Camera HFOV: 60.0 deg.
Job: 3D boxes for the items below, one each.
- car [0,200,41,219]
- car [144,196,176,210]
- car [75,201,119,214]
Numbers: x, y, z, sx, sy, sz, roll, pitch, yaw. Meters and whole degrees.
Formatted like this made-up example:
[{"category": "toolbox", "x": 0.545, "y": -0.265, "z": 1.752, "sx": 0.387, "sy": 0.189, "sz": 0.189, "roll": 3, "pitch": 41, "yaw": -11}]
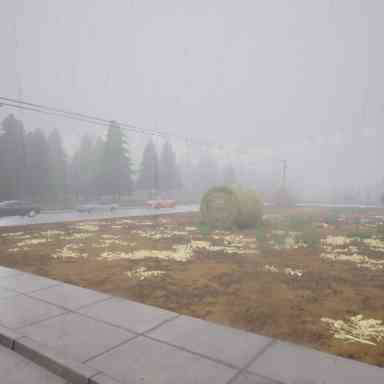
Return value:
[{"category": "car", "x": -15.847, "y": 1.531, "z": 29.164, "sx": 1.837, "sy": 1.490, "sz": 4.892, "roll": 0, "pitch": 0, "yaw": 37}, {"category": "car", "x": -4.281, "y": 1.379, "z": 44.753, "sx": 2.097, "sy": 1.767, "sz": 4.553, "roll": 0, "pitch": 0, "yaw": 37}, {"category": "car", "x": -10.370, "y": 1.628, "z": 36.557, "sx": 1.895, "sy": 1.301, "sz": 4.718, "roll": 0, "pitch": 0, "yaw": 37}]
